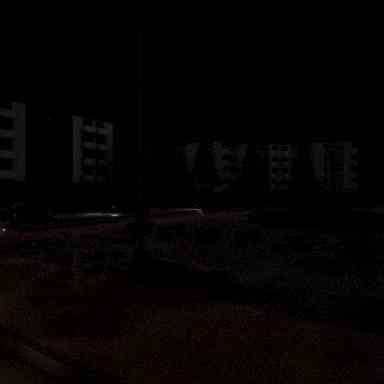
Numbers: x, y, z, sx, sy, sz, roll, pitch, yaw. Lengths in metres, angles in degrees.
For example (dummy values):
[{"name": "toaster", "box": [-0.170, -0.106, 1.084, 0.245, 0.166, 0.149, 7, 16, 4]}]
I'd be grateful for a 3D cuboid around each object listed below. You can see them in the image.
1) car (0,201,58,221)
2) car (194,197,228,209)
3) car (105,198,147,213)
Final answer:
[{"name": "car", "box": [-13.688, 1.505, 27.760, 1.837, 1.490, 4.892, 0, 0, 34]}, {"name": "car", "box": [2.589, 1.500, 45.292, 4.892, 1.490, 1.837, -2, 1, -32]}, {"name": "car", "box": [-7.209, 1.478, 36.682, 1.882, 1.535, 5.008, 0, 0, 41]}]
